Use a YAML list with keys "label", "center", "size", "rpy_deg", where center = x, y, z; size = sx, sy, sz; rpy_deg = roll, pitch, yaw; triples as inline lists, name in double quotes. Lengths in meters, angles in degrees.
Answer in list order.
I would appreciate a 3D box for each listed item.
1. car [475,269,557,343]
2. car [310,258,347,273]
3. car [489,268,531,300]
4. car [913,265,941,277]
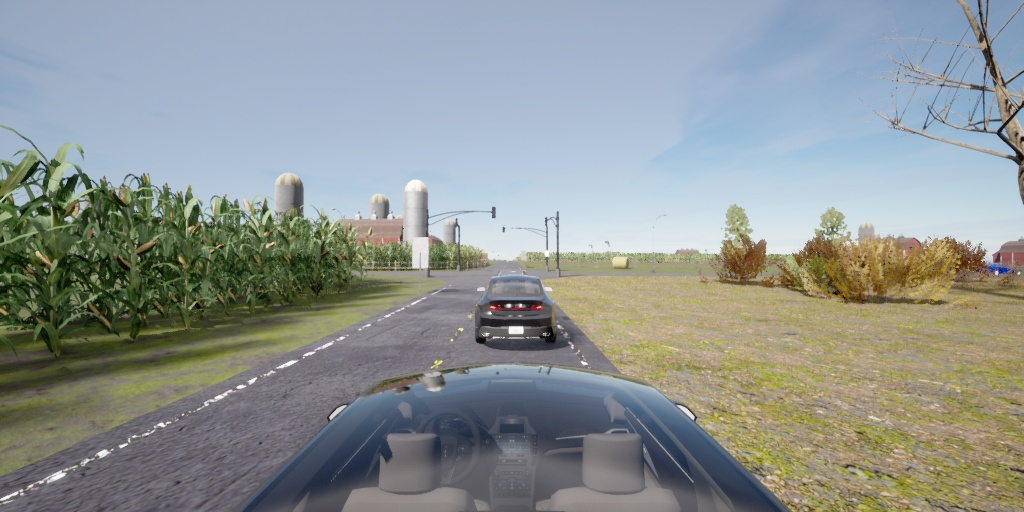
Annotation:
- label: "car"
  center: [0.080, 1.259, 9.686]
  size: [1.837, 1.490, 4.892]
  rpy_deg: [0, 0, 0]
- label: "car"
  center: [-19.826, 0.931, 37.674]
  size: [4.553, 1.767, 2.097]
  rpy_deg: [0, -1, -3]
- label: "car"
  center: [0.033, 1.360, 18.838]
  size: [1.895, 1.301, 4.718]
  rpy_deg: [0, 0, 4]
- label: "car"
  center: [48.561, 1.768, 42.548]
  size: [4.181, 1.385, 1.994]
  rpy_deg: [1, -1, -5]
